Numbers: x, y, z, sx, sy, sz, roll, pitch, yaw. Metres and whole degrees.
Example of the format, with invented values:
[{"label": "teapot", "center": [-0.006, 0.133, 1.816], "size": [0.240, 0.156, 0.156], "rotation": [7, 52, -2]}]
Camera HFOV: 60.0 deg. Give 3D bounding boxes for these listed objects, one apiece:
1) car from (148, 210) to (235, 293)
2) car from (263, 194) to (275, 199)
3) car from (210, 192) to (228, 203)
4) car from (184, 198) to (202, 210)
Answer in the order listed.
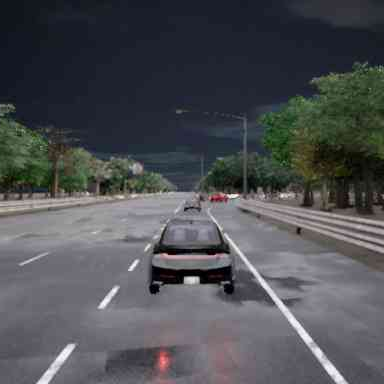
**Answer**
[{"label": "car", "center": [-0.012, 1.467, 8.773], "size": [2.128, 1.511, 4.902], "rotation": [0, 0, 0]}, {"label": "car", "center": [20.302, 1.222, 88.447], "size": [1.994, 1.385, 4.181], "rotation": [0, 0, 41]}, {"label": "car", "center": [5.113, 1.057, 62.274], "size": [2.150, 2.045, 5.566], "rotation": [0, 0, 20]}, {"label": "car", "center": [0.145, 1.441, 38.343], "size": [2.033, 1.411, 5.357], "rotation": [0, 0, 4]}]
